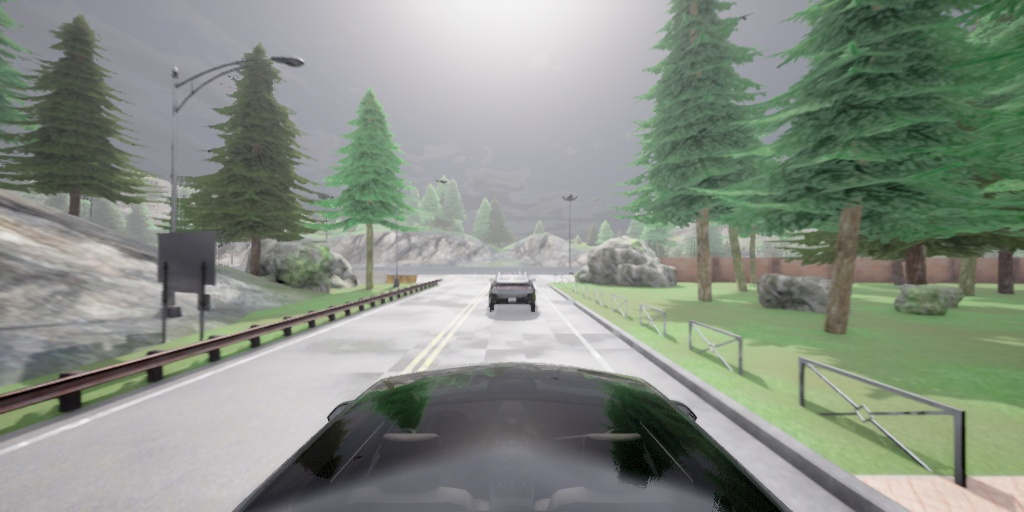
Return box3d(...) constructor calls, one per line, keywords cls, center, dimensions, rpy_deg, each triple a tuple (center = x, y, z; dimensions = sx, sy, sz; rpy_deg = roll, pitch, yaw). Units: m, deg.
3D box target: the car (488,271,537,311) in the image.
box3d(cls="car", center=(0.024, 1.391, 15.334), dimensions=(2.128, 1.511, 4.902), rpy_deg=(0, 0, 0))
